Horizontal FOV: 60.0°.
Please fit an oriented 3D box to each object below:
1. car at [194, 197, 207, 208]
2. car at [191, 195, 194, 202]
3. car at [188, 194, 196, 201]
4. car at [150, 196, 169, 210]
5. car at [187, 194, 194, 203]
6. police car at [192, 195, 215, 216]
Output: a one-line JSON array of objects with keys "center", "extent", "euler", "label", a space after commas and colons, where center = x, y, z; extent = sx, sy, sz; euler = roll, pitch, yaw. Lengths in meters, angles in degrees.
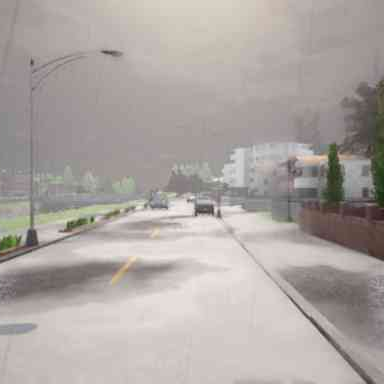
[{"center": [1.191, 1.502, 48.837], "extent": [1.837, 1.490, 4.892], "euler": [0, 0, 0], "label": "car"}, {"center": [1.192, 1.475, 42.837], "extent": [1.882, 1.535, 5.008], "euler": [0, 0, 0], "label": "car"}, {"center": [-0.013, 1.323, 83.679], "extent": [1.882, 1.535, 5.008], "euler": [0, 0, 0], "label": "car"}, {"center": [-4.092, 1.348, 42.784], "extent": [2.097, 1.767, 4.553], "euler": [0, 0, 0], "label": "car"}, {"center": [-0.011, 1.540, 67.686], "extent": [1.994, 1.385, 4.181], "euler": [0, 0, 0], "label": "car"}, {"center": [1.194, 1.423, 32.947], "extent": [1.930, 1.638, 5.238], "euler": [0, 0, 0], "label": "police car"}]
